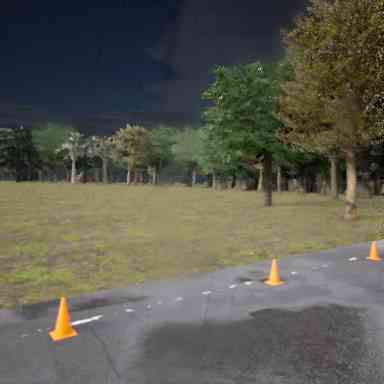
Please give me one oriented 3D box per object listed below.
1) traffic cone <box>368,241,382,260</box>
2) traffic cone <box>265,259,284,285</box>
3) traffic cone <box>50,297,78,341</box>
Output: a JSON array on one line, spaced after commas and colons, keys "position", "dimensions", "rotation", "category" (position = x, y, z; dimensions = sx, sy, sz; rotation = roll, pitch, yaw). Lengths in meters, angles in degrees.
[{"position": [6.067, 1.927, 11.089], "dimensions": [0.340, 0.580, 0.340], "rotation": [0, 0, -36], "category": "traffic cone"}, {"position": [2.027, 1.940, 8.162], "dimensions": [0.340, 0.580, 0.340], "rotation": [0, 0, -36], "category": "traffic cone"}, {"position": [-2.024, 1.954, 5.250], "dimensions": [0.340, 0.580, 0.340], "rotation": [0, 0, -36], "category": "traffic cone"}]
